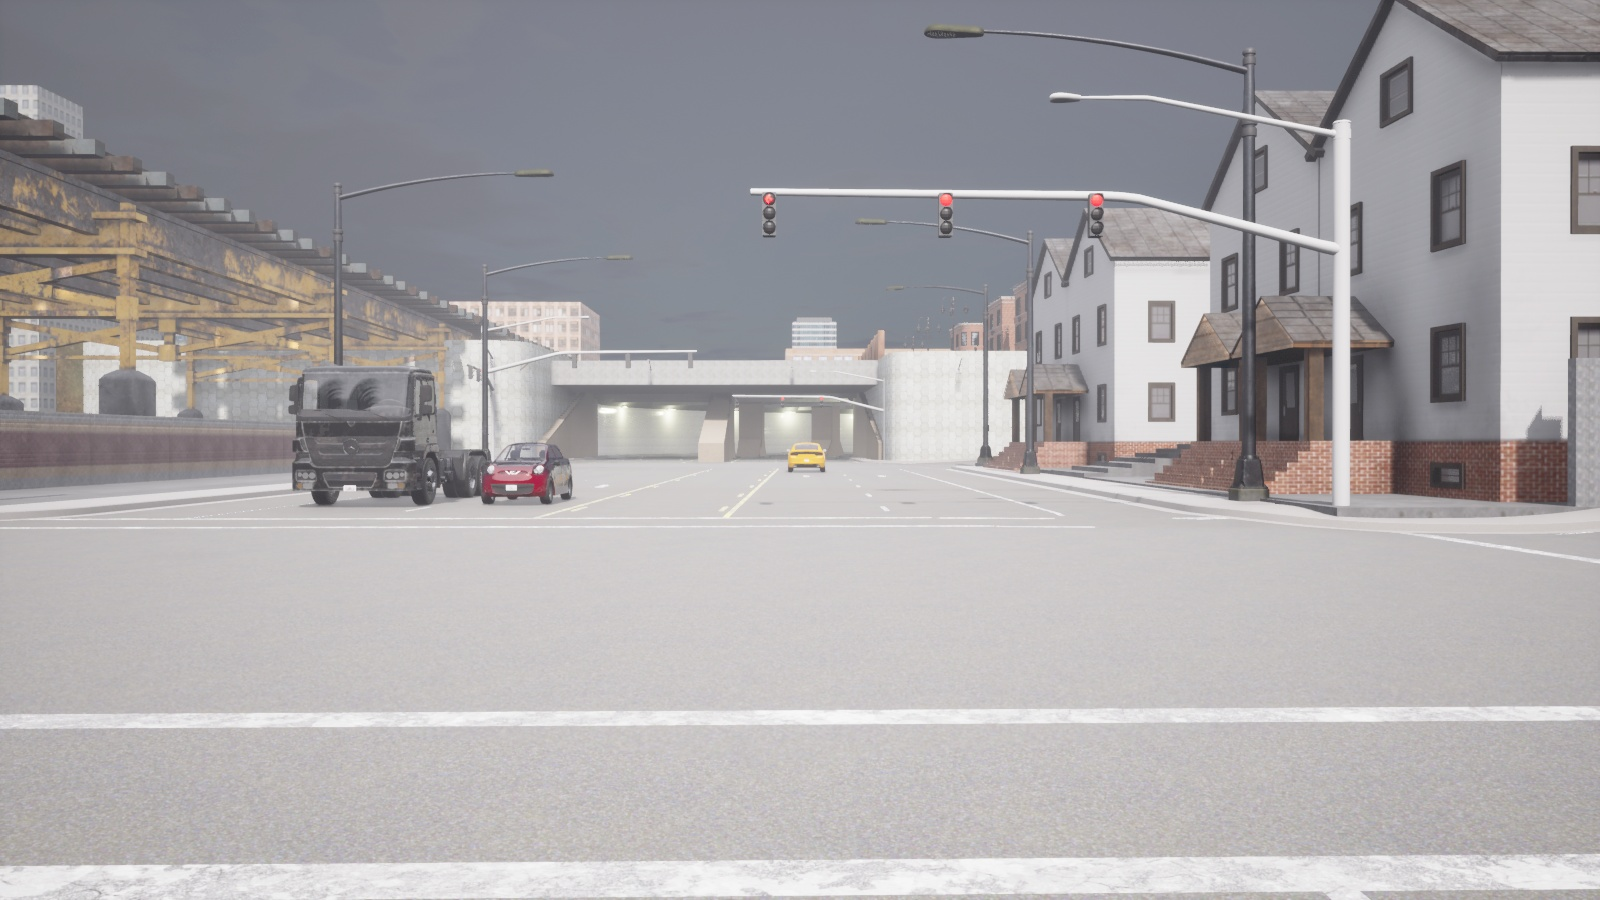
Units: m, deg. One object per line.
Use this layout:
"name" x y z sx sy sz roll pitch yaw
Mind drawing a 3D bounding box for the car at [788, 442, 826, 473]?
"car" 0.343 0.357 65.105 1.882 1.535 5.008 0 0 0

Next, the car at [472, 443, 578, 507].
"car" -6.827 0.577 31.538 1.845 1.501 3.633 0 0 0

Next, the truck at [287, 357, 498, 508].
"truck" -10.319 -0.429 32.822 2.891 3.462 7.936 0 0 0
